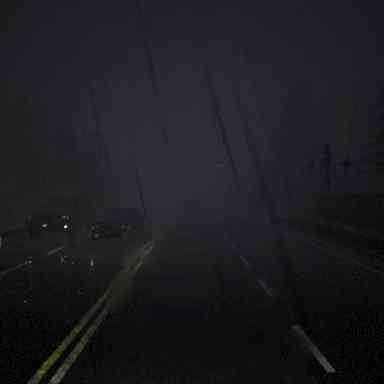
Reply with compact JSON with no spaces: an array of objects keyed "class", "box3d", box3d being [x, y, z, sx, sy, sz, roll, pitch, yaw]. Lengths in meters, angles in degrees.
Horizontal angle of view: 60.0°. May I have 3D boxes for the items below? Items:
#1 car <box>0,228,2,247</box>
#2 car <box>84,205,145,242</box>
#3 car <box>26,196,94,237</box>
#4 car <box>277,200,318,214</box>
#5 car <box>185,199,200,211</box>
[{"class":"car","box3d":[-7.101,1.234,8.246,2.150,2.045,5.566,0,0,0]},{"class":"car","box3d":[-3.544,1.493,16.721,1.882,1.535,5.008,0,0,0]},{"class":"car","box3d":[-7.032,1.240,18.624,2.150,2.045,5.566,0,0,0]},{"class":"car","box3d":[11.730,1.534,35.022,5.357,1.411,2.033,0,0,-1]},{"class":"car","box3d":[0.026,1.583,40.637,2.033,1.411,5.357,0,0,0]}]
